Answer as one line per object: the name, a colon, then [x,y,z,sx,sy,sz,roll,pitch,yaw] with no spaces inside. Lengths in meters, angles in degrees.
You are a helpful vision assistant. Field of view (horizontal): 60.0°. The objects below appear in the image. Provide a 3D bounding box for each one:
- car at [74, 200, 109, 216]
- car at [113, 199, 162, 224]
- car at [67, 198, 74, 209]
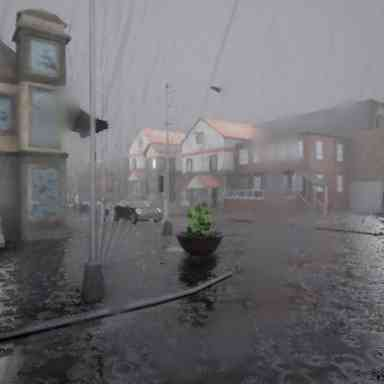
car: [-9.648,1.471,32.357,1.812,1.442,4.674,0,0,-35]
car: [-4.060,1.297,24.500,2.097,1.767,4.553,0,0,-35]
car: [-15.457,1.437,40.508,2.128,1.511,4.902,0,0,-35]
